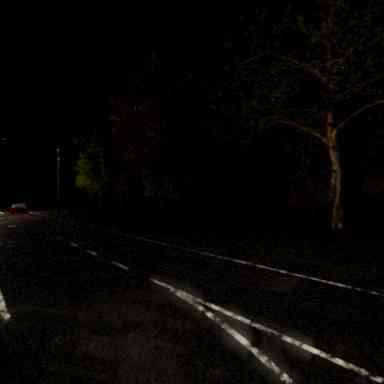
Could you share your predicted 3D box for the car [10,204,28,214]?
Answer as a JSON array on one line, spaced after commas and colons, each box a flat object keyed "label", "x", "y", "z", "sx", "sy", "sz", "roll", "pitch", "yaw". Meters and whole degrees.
[{"label": "car", "x": -24.720, "y": 2.393, "z": 47.426, "sx": 1.895, "sy": 1.301, "sz": 4.718, "roll": 0, "pitch": -1, "yaw": -34}]
